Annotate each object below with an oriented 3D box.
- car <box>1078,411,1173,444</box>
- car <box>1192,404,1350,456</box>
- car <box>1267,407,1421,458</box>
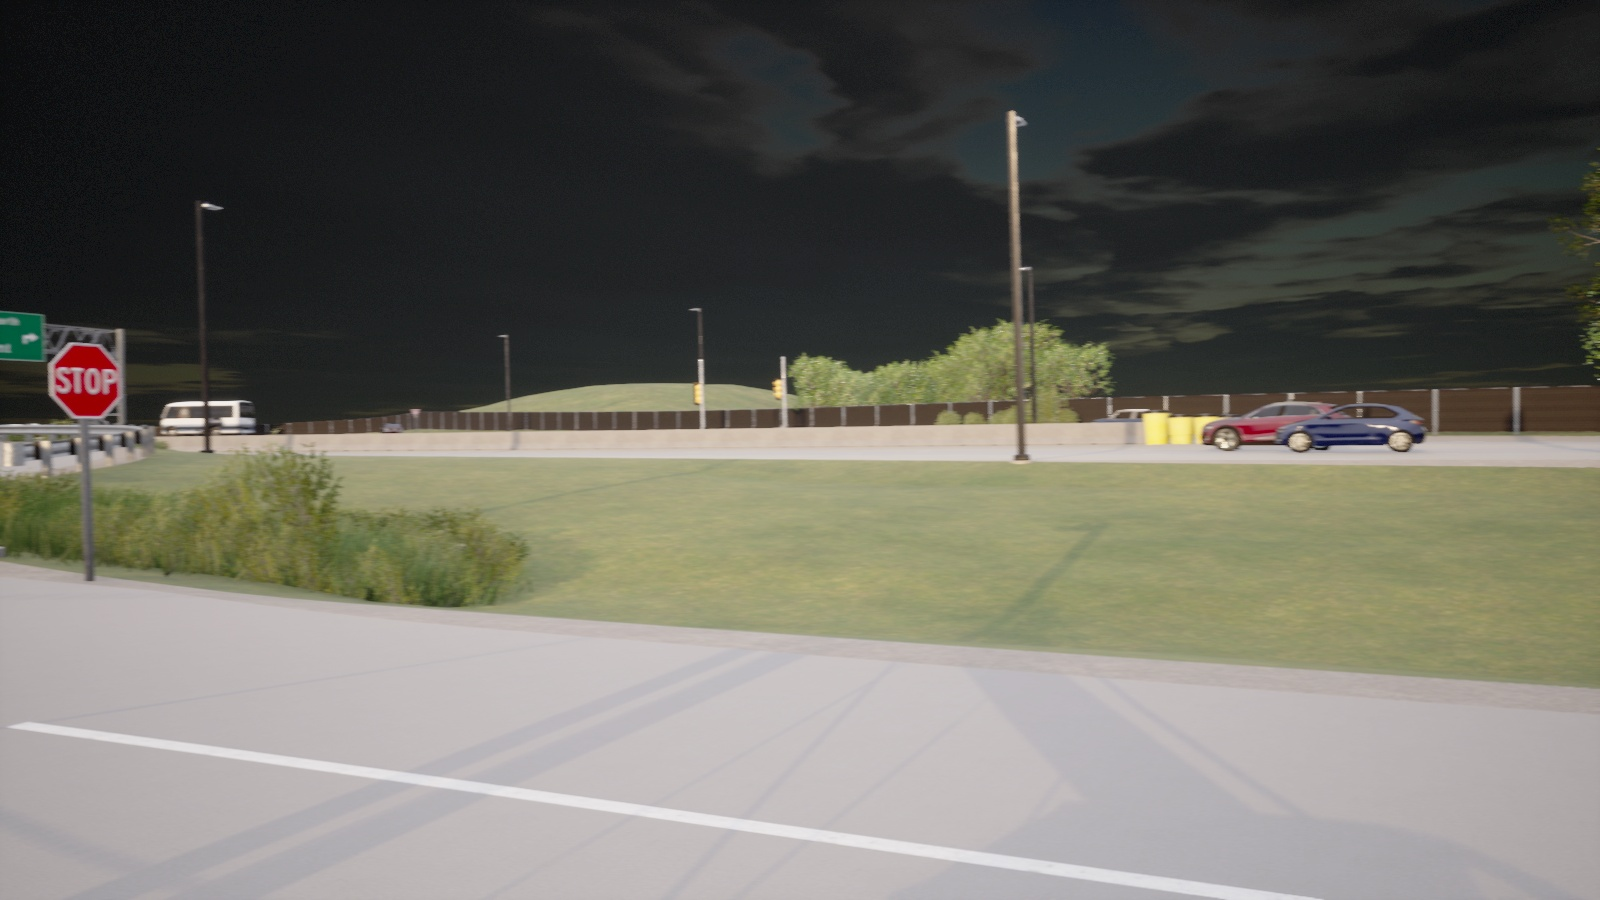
[{"bbox_3d":[15.047,-1.070,58.205,1.970,1.475,3.806,-2,2,-43],"label":"car"},{"bbox_3d":[15.829,-0.665,42.211,4.856,1.649,2.033,0,1,24],"label":"car"},{"bbox_3d":[16.451,-0.527,38.095,4.193,1.474,1.816,0,1,24],"label":"car"}]
